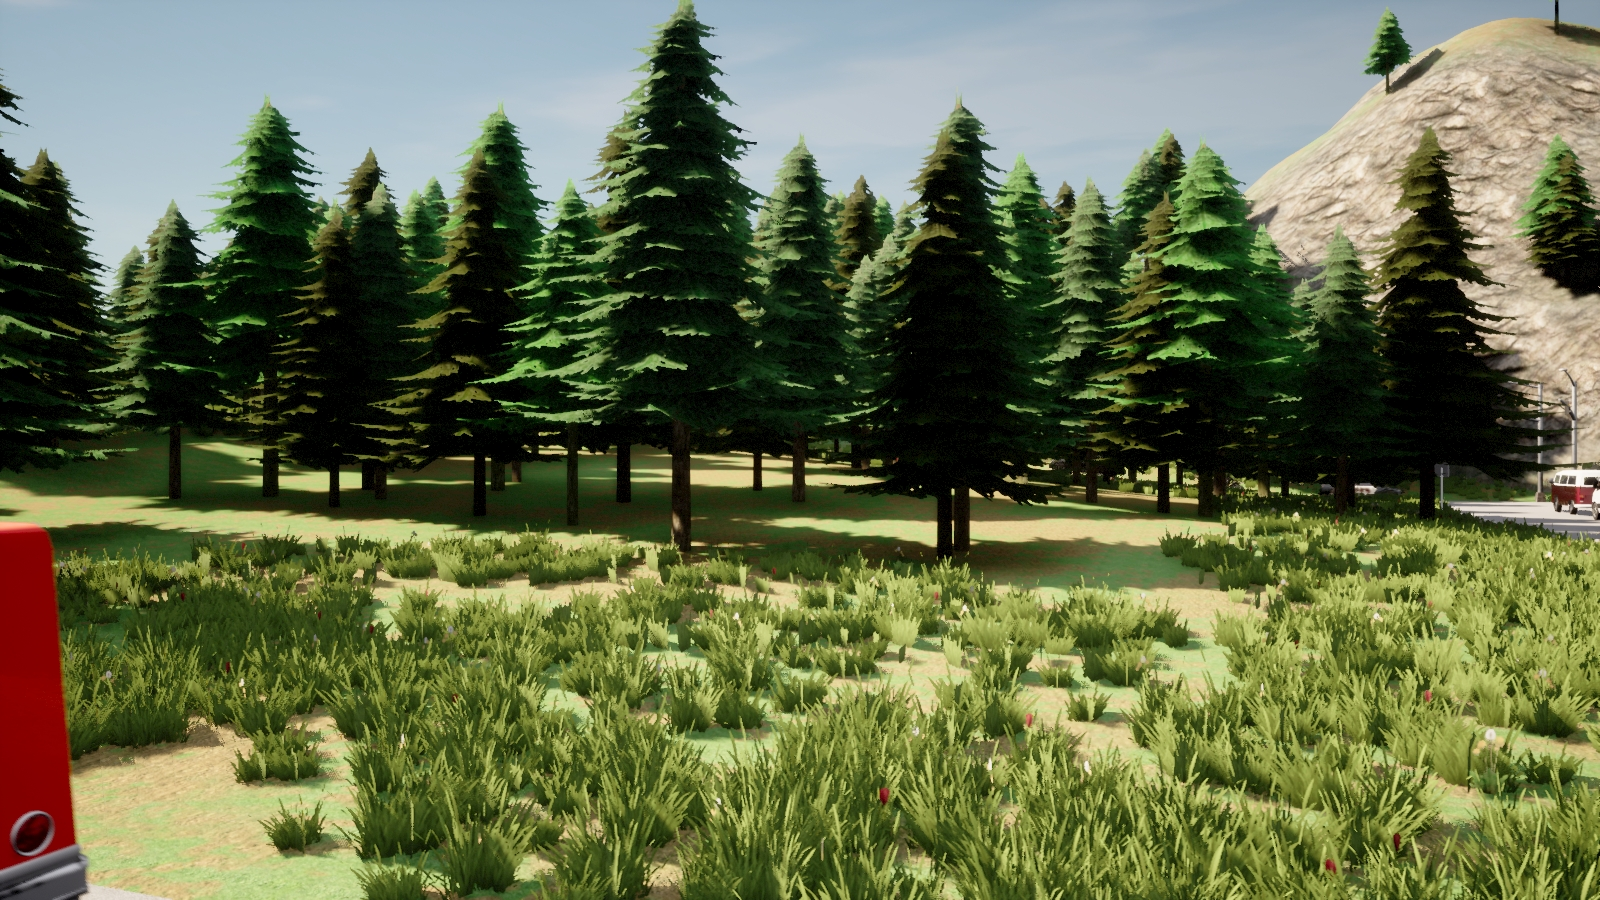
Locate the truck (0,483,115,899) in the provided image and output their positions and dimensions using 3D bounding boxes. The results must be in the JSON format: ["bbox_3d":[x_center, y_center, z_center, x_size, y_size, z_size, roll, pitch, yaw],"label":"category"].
[{"bbox_3d":[-6.529,1.425,5.704,5.204,2.467,2.627,0,0,20],"label":"truck"}]

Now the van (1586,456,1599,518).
[{"bbox_3d":[33.724,1.535,45.978,1.988,2.561,5.915,0,0,20],"label":"van"}]

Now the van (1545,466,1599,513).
[{"bbox_3d":[36.157,1.783,52.643,2.069,2.038,4.480,0,0,20],"label":"van"}]
